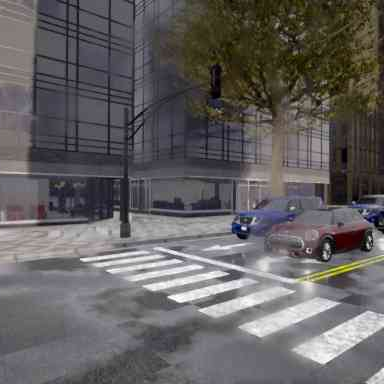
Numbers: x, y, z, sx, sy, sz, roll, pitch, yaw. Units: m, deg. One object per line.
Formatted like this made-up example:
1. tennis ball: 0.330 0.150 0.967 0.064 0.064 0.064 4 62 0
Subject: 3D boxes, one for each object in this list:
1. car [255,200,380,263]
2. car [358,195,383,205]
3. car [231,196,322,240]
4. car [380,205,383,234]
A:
1. car: 4.700 1.355 12.168 4.553 1.767 2.097 0 0 -39
2. car: 12.477 1.225 22.588 5.566 2.045 2.150 0 0 -39
3. car: 4.395 1.223 16.093 5.566 2.045 2.150 0 0 -39
4. car: 12.076 1.553 18.100 5.357 1.411 2.033 0 0 -39
